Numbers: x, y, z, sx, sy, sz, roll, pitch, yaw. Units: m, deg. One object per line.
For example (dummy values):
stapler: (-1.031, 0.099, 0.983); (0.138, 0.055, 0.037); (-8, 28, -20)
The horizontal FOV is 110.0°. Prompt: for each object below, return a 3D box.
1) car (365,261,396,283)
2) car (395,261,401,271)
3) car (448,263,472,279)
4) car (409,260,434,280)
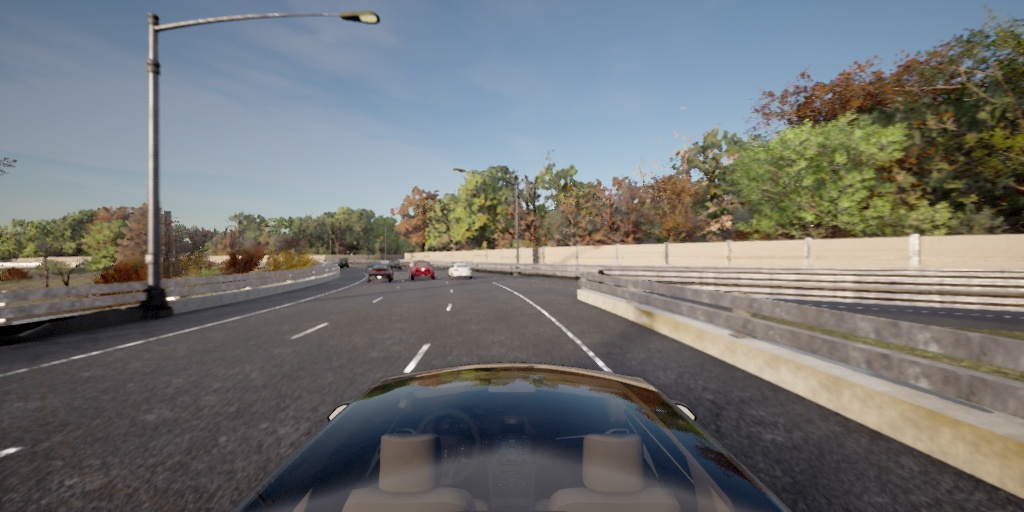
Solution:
car: (-11.229, 1.443, 30.873); (1.837, 1.490, 4.892); (0, 0, -16)
car: (-19.314, 1.604, 58.078); (1.837, 1.490, 4.892); (1, -1, -31)
car: (-5.074, 1.441, 34.719); (1.812, 1.442, 4.674); (0, 0, -17)
car: (-8.779, 1.291, 34.804); (2.097, 1.767, 4.553); (0, 0, -17)
